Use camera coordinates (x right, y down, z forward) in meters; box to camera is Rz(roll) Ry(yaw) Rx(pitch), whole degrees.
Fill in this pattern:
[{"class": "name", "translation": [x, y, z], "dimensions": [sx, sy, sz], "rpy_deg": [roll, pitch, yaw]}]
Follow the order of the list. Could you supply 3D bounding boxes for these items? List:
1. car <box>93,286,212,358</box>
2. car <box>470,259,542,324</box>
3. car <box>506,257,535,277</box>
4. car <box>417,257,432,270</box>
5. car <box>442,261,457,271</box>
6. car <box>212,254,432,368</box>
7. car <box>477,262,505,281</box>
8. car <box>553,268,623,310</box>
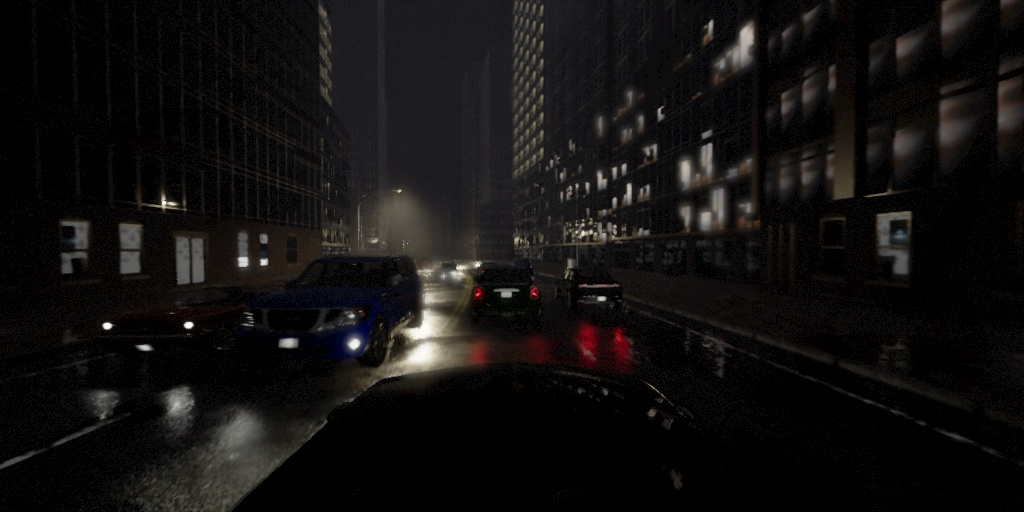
[{"class": "car", "translation": [-6.783, 1.360, 8.745], "dimensions": [1.895, 1.301, 4.718], "rpy_deg": [0, 0, -2]}, {"class": "car", "translation": [-0.255, 1.090, 12.149], "dimensions": [2.097, 1.767, 4.553], "rpy_deg": [0, 0, -3]}, {"class": "car", "translation": [0.713, 1.034, 35.055], "dimensions": [2.097, 1.767, 4.553], "rpy_deg": [0, 0, -8]}, {"class": "car", "translation": [-12.511, 1.052, 51.381], "dimensions": [2.097, 1.767, 4.553], "rpy_deg": [0, 0, -13]}, {"class": "car", "translation": [-8.573, 1.286, 48.720], "dimensions": [1.895, 1.301, 4.718], "rpy_deg": [0, 0, -12]}, {"class": "car", "translation": [-3.515, 0.973, 8.233], "dimensions": [2.150, 2.045, 5.566], "rpy_deg": [0, 0, -2]}, {"class": "car", "translation": [-1.946, 1.253, 30.932], "dimensions": [2.033, 1.411, 5.357], "rpy_deg": [0, 0, -8]}, {"class": "car", "translation": [2.881, 1.216, 14.454], "dimensions": [2.128, 1.511, 4.902], "rpy_deg": [0, 0, -3]}]
